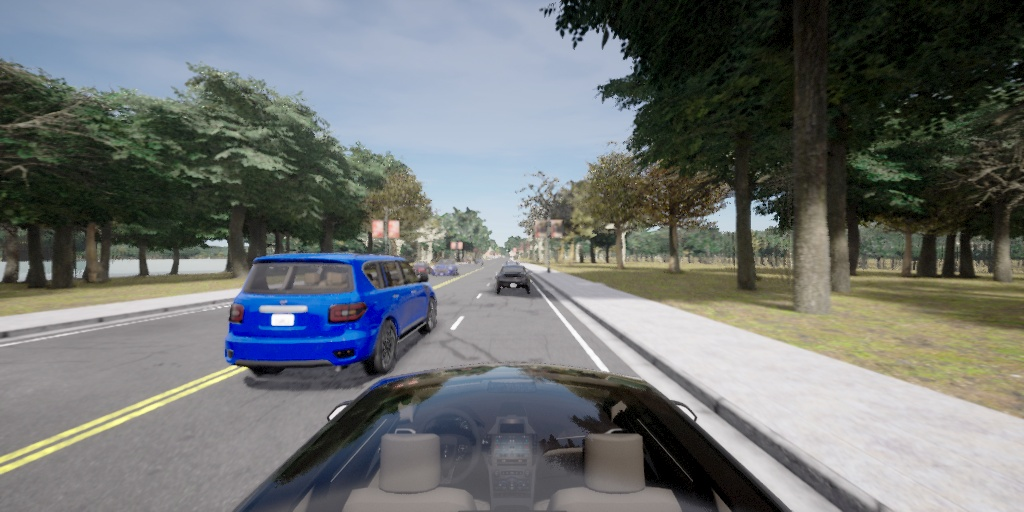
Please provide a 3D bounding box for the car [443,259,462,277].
[{"bbox_3d":[-6.702,1.151,36.295,2.097,1.767,4.553,0,0,0],"label":"car"}]

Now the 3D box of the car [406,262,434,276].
[{"bbox_3d":[-9.964,1.372,38.975,1.994,1.385,4.181,0,0,0],"label":"car"}]

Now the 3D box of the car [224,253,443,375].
[{"bbox_3d":[-3.153,0.974,7.610,2.150,2.045,5.566,0,0,0],"label":"car"}]

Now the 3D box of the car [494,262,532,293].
[{"bbox_3d":[0.065,1.271,20.804,1.837,1.490,4.892,0,0,0],"label":"car"}]
